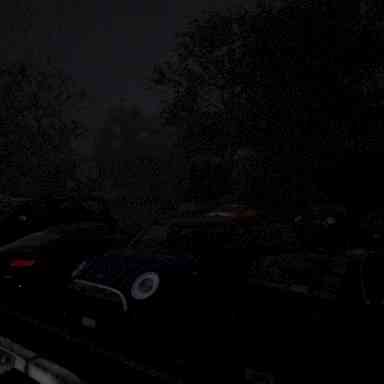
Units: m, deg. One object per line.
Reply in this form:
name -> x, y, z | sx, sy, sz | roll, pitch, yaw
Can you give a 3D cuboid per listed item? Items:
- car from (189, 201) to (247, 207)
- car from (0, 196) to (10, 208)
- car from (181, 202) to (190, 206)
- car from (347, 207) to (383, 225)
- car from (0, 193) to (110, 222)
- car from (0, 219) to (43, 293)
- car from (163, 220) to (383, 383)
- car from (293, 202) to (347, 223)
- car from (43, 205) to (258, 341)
car -> 2.339, 1.415, 20.709 | 1.946, 1.575, 5.366 | 0, 0, 35
car -> -24.905, 1.227, 40.322 | 2.002, 1.452, 4.674 | 0, 0, 35
car -> 0.188, 1.400, 22.474 | 2.231, 1.521, 4.892 | 0, 0, 35
car -> 9.215, 1.506, 16.008 | 2.163, 1.488, 4.792 | 0, 0, 35
car -> -4.828, 1.169, 9.948 | 2.435, 2.045, 5.566 | 0, 0, 35
car -> -2.531, 1.480, 8.345 | 2.002, 1.452, 4.674 | 0, 0, 35
car -> 2.035, 1.480, 5.091 | 2.231, 1.521, 4.892 | 0, 0, 35
car -> 6.987, 1.331, 17.666 | 2.185, 1.767, 4.553 | 0, 0, 35
car -> -0.226, 1.333, 6.746 | 2.185, 1.767, 4.553 | 0, 0, 35
